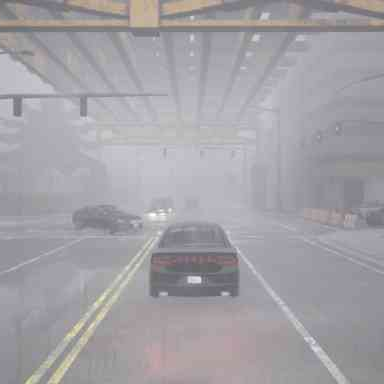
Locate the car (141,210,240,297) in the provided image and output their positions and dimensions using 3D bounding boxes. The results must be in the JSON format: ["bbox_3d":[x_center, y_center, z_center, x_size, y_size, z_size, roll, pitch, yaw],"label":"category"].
[{"bbox_3d":[0.051,1.468,8.617,1.882,1.535,5.008,0,0,0],"label":"car"}]

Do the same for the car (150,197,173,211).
[{"bbox_3d":[-3.677,1.450,38.330,2.128,1.511,4.902,0,0,0],"label":"car"}]

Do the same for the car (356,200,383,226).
[{"bbox_3d":[13.213,1.398,20.922,4.974,1.542,2.038,0,0,-20],"label":"car"}]

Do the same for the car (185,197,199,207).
[{"bbox_3d":[-0.009,1.428,48.824,2.128,1.511,4.902,0,0,0],"label":"car"}]

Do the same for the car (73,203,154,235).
[{"bbox_3d":[-4.789,1.478,18.796,4.902,1.511,2.128,0,-1,39],"label":"car"}]

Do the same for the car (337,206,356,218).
[{"bbox_3d":[13.577,1.234,25.059,4.536,1.218,1.853,0,0,25],"label":"car"}]

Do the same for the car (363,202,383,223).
[{"bbox_3d":[13.262,1.240,20.940,4.536,1.218,1.853,0,0,-20],"label":"car"}]
